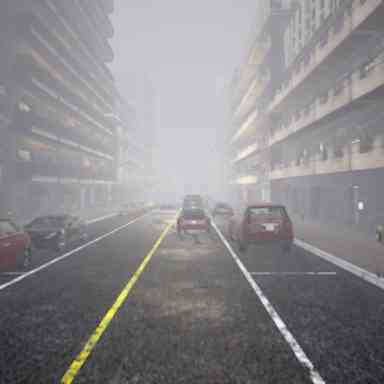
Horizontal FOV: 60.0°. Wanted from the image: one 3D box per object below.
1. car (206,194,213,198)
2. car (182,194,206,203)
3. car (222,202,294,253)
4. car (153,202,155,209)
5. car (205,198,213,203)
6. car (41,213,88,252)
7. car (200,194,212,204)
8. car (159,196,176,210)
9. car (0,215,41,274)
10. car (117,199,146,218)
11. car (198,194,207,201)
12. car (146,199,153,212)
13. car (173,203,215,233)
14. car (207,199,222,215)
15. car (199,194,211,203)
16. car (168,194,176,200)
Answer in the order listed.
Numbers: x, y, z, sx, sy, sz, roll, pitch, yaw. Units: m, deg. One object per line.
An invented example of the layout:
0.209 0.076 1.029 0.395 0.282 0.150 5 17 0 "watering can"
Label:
2.684 1.471 53.436 1.967 1.590 4.097 -1 0 0 "car"
0.093 1.244 36.656 2.150 2.045 5.566 0 0 0 "car"
2.677 1.322 13.790 2.192 1.841 5.009 -1 0 0 "car"
-5.696 1.548 41.973 1.752 1.417 4.829 -1 0 0 "car"
2.684 1.602 36.445 1.802 1.307 4.206 -1 0 0 "car"
-5.699 1.572 13.822 1.947 1.339 4.313 -1 0 0 "car"
2.684 1.355 64.764 2.192 1.841 5.009 -1 0 0 "car"
-3.042 1.571 42.763 2.033 1.411 5.357 0 0 0 "car"
-5.702 1.444 8.158 1.967 1.590 4.097 -1 0 0 "car"
-5.698 1.542 30.645 1.752 1.417 4.829 -1 0 0 "car"
2.687 1.377 87.420 2.192 1.841 5.009 -1 0 0 "car"
-5.697 1.545 36.309 1.752 1.417 4.829 -1 0 0 "car"
0.097 1.574 19.844 1.994 1.385 4.181 0 0 0 "car"
2.683 1.582 30.781 1.947 1.339 4.313 -1 0 0 "car"
2.685 1.361 70.428 2.192 1.841 5.009 -1 0 0 "car"
-5.690 1.508 93.118 1.967 1.590 4.097 -1 0 0 "car"
